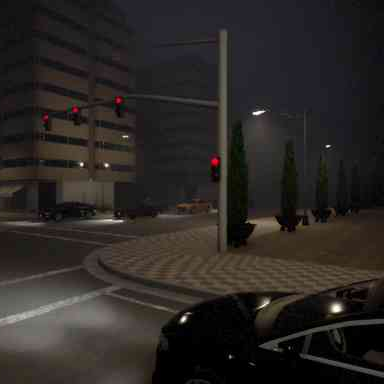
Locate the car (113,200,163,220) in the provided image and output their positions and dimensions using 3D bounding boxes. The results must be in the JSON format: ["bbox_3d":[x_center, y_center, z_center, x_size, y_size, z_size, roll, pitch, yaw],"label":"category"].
[{"bbox_3d":[-4.851,1.619,29.072,1.994,1.385,4.181,0,0,35],"label":"car"}]

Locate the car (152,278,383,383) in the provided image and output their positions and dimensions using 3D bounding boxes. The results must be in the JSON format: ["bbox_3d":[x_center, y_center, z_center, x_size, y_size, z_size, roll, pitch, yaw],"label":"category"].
[{"bbox_3d":[1.834,1.492,2.665,4.902,1.511,2.128,0,0,36],"label":"car"}]

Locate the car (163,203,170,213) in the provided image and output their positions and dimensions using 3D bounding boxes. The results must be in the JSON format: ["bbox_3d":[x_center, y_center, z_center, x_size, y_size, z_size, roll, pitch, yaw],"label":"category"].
[{"bbox_3d":[-4.605,1.603,35.485,2.033,1.411,5.357,0,0,35],"label":"car"}]

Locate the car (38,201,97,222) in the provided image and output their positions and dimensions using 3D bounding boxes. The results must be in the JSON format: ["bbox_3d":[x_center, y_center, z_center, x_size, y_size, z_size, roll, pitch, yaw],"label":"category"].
[{"bbox_3d":[-10.226,1.560,27.528,1.837,1.490,4.892,0,0,35],"label":"car"}]

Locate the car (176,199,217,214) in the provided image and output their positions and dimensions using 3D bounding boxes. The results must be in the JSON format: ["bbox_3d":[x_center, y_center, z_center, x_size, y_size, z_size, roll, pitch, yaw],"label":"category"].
[{"bbox_3d":[0.300,1.533,36.359,1.882,1.535,5.008,0,0,35],"label":"car"}]

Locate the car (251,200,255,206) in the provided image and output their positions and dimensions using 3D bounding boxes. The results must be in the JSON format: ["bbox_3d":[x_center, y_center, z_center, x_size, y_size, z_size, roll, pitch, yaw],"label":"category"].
[{"bbox_3d":[7.025,1.548,45.852,2.128,1.511,4.902,0,0,35],"label":"car"}]
